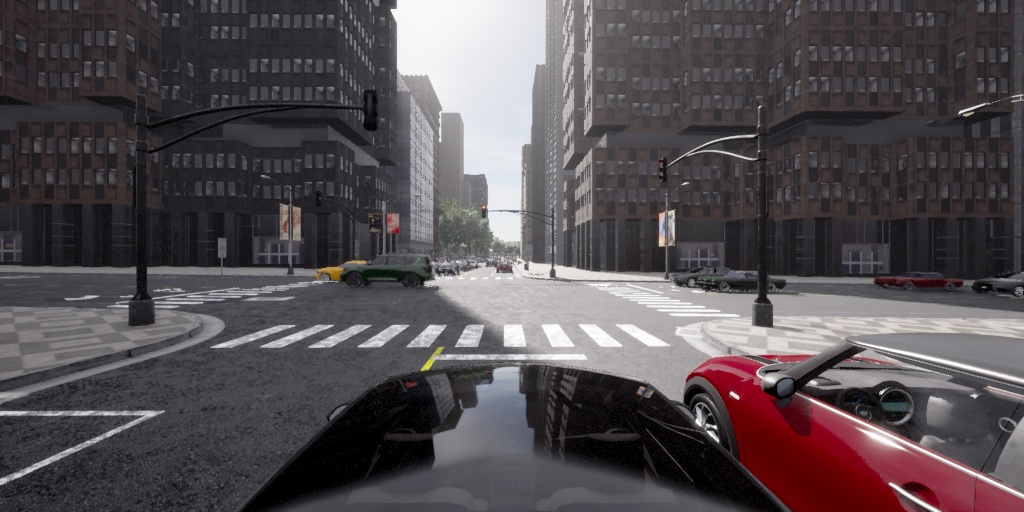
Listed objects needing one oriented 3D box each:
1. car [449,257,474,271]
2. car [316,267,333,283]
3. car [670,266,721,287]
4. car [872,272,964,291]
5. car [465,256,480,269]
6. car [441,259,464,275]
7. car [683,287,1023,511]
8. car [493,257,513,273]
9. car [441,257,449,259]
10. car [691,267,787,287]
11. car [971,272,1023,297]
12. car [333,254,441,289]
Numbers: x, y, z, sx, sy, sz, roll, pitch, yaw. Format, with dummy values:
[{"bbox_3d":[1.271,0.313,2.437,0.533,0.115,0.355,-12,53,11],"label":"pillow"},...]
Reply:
[{"bbox_3d":[-6.831,1.261,48.601,2.128,1.511,4.902,0,0,-1],"label":"car"},{"bbox_3d":[-11.071,1.093,25.274,5.008,1.535,1.882,1,0,-1],"label":"car"},{"bbox_3d":[13.851,1.474,25.598,4.892,1.490,1.837,0,0,-1],"label":"car"},{"bbox_3d":[29.082,1.793,25.788,4.718,1.301,1.895,1,0,-1],"label":"car"},{"bbox_3d":[-6.961,1.015,59.232,2.150,2.045,5.566,0,0,0],"label":"car"},{"bbox_3d":[-6.684,1.294,38.334,2.033,1.411,5.357,0,0,-1],"label":"car"},{"bbox_3d":[2.761,1.190,2.173,1.967,1.591,4.097,0,0,0],"label":"car"},{"bbox_3d":[-0.904,1.197,43.539,1.967,1.591,4.097,0,0,-1],"label":"car"},{"bbox_3d":[-9.502,1.084,48.851,2.192,1.841,5.009,0,0,-1],"label":"car"},{"bbox_3d":[14.160,1.579,22.352,4.718,1.301,1.895,1,0,-3],"label":"car"},{"bbox_3d":[32.124,1.744,22.579,4.892,1.490,1.837,1,0,-1],"label":"car"},{"bbox_3d":[-7.507,0.891,22.069,5.566,2.045,2.150,1,0,-1],"label":"car"}]
